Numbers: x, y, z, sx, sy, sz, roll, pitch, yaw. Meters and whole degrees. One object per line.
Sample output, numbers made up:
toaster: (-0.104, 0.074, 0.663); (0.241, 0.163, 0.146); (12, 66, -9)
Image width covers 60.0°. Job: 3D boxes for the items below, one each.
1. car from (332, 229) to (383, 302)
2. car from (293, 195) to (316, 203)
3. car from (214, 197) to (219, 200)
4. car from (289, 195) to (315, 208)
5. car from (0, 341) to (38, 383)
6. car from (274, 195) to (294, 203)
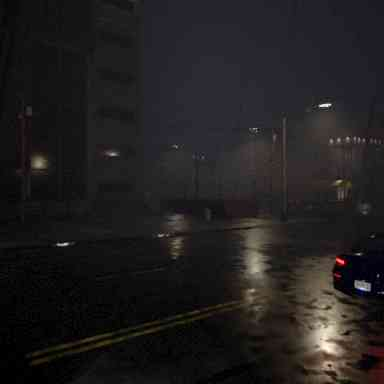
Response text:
car: (4.968, 1.526, 7.332); (4.674, 1.442, 1.812); (0, 0, -35)
car: (22.065, 1.420, 65.023); (4.674, 1.452, 2.002); (0, 0, -36)
car: (4.416, 1.575, 60.548); (4.718, 1.301, 1.895); (0, 0, -36)
car: (15.141, 1.254, 45.967); (4.553, 1.767, 2.185); (0, 0, -36)
car: (-3.430, 1.547, 1.301); (5.357, 1.411, 2.033); (0, 0, -35)
car: (19.162, 1.452, 69.026); (3.806, 1.475, 1.970); (0, 0, -36)
